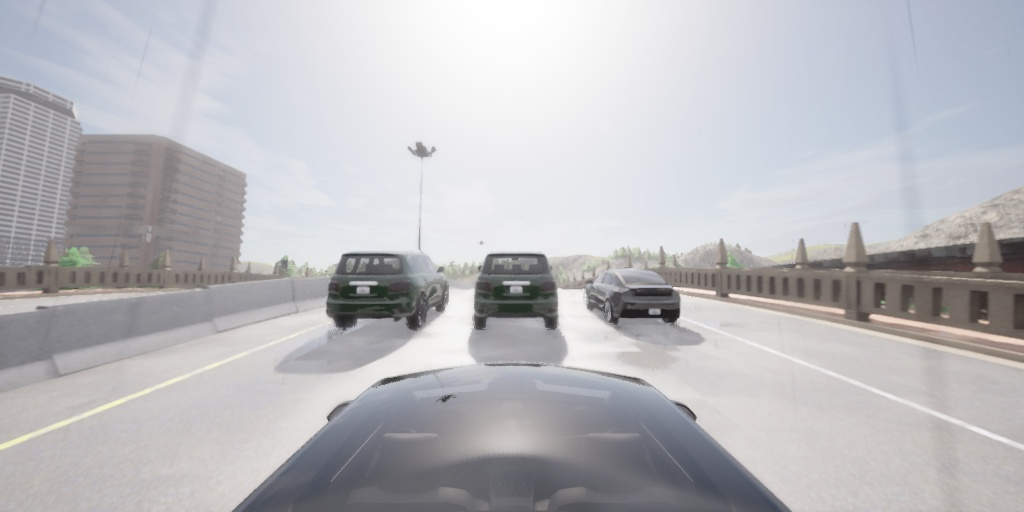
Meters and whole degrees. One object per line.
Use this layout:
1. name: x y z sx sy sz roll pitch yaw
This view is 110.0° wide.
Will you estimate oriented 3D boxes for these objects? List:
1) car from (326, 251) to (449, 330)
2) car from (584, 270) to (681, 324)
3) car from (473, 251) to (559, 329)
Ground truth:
1. car: -3.398 0.888 10.871 2.150 2.045 5.566 0 0 0
2. car: 3.601 1.177 11.461 1.837 1.490 4.892 0 0 0
3. car: 0.101 0.889 10.968 2.150 2.045 5.566 0 0 0
